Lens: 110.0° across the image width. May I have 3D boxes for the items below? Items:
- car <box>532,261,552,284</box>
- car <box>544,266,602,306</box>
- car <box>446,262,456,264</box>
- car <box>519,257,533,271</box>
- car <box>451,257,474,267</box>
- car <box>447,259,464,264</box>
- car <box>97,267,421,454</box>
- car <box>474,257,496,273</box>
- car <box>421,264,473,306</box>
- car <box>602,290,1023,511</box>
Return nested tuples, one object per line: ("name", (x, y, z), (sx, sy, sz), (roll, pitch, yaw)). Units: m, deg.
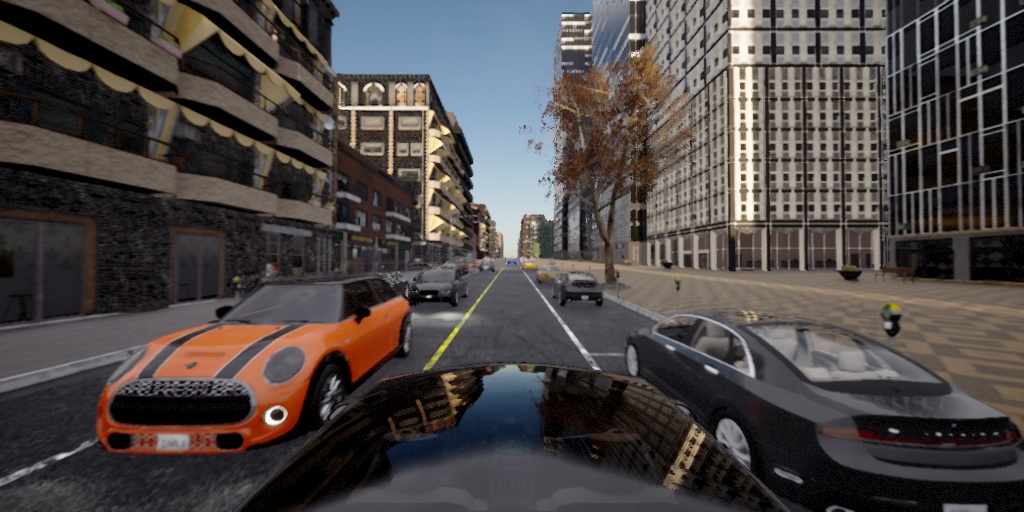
("car", (2.691, 1.277, 26.768), (1.751, 1.417, 4.829), (0, 0, 0))
("car", (2.691, 1.301, 15.458), (2.007, 1.370, 4.403), (0, 0, 0))
("car", (-5.690, 1.316, 26.599), (1.948, 1.339, 4.313), (0, 0, 0))
("car", (2.352, 1.214, 50.749), (1.801, 1.575, 5.366), (0, 0, 0))
("car", (-5.689, 1.067, 37.738), (2.192, 1.841, 5.009), (0, 0, 0))
("car", (-5.689, 1.277, 31.998), (1.751, 1.417, 4.829), (0, 0, 0))
("car", (-3.092, 1.101, 5.519), (2.097, 1.767, 4.553), (0, 0, 0))
("car", (-3.084, 1.246, 44.681), (2.128, 1.511, 4.902), (0, 0, 0))
("car", (-3.051, 1.254, 15.716), (1.837, 1.490, 4.892), (0, 0, 1))
("car", (2.690, 1.301, 4.318), (2.007, 1.370, 4.403), (0, 0, 0))
